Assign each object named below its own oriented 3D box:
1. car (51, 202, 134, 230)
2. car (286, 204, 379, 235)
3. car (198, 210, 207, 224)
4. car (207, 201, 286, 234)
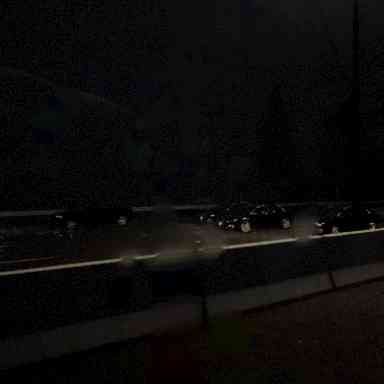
[{"bbox_3d":[-6.107,1.393,20.772,5.008,1.535,1.882,0,0,-32],"label":"car"},{"bbox_3d":[7.291,1.375,16.647,4.892,1.490,1.837,0,0,-29],"label":"car"},{"bbox_3d":[2.691,1.368,22.063,4.892,1.490,1.837,0,0,-30],"label":"car"},{"bbox_3d":[3.555,1.383,18.520,4.892,1.490,1.837,0,0,-30],"label":"car"}]
